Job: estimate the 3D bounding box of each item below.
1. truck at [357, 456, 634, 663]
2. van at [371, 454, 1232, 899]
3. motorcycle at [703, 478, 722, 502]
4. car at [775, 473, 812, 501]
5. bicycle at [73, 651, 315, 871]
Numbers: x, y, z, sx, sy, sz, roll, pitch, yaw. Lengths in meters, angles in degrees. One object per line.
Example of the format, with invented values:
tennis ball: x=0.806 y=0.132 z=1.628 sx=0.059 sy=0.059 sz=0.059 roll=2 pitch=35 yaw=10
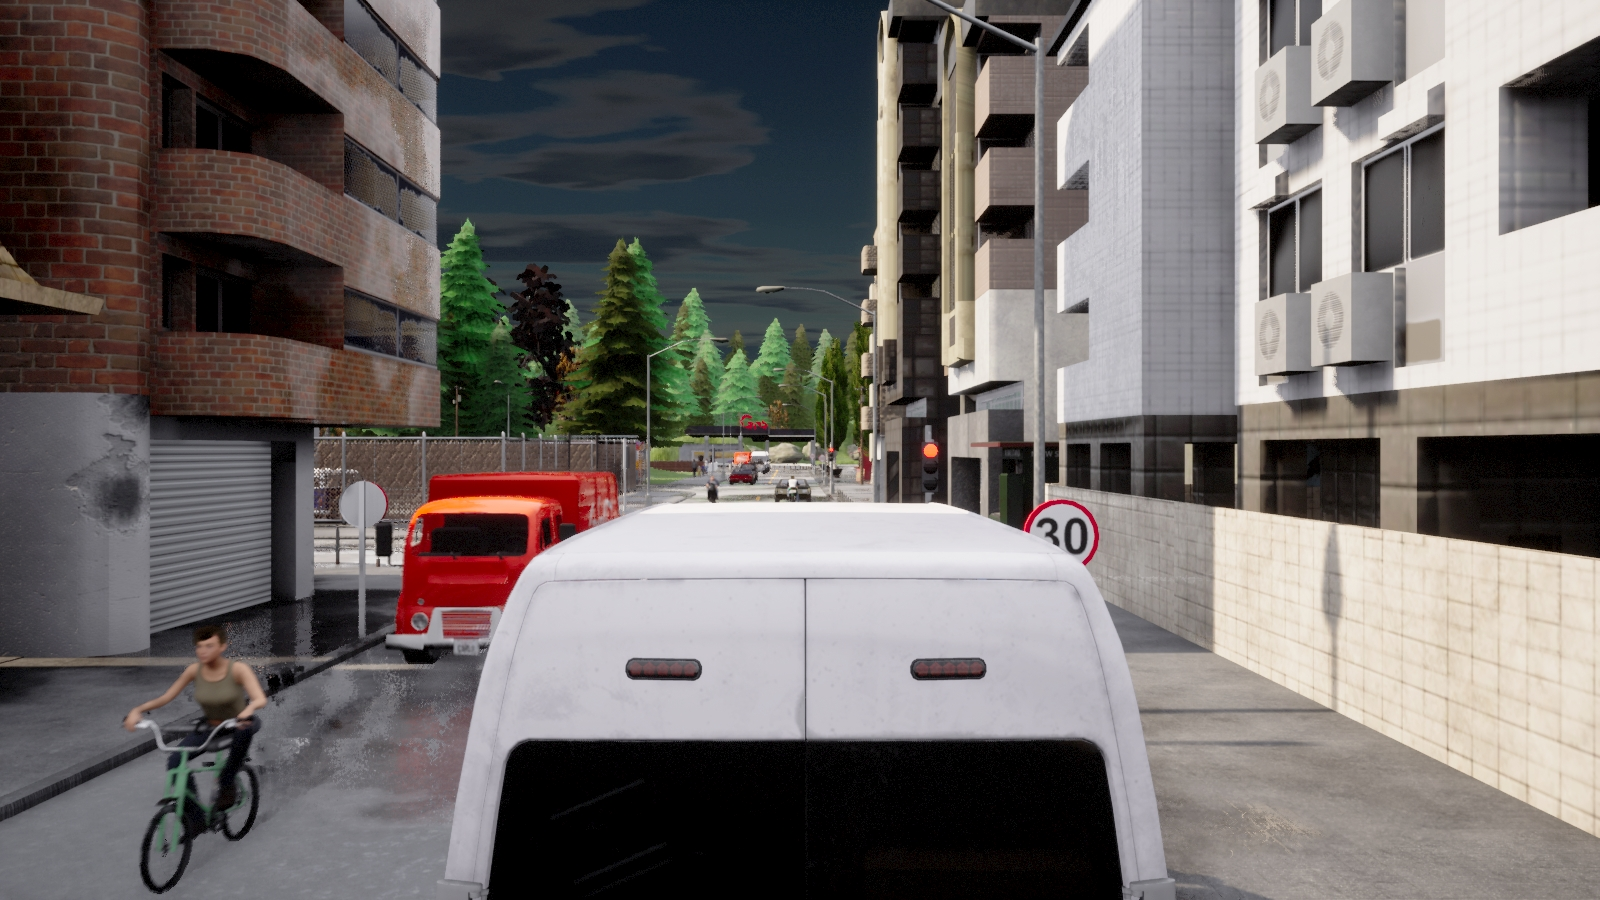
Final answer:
truck: x=-4.065 y=1.341 z=16.441 sx=2.627 sy=2.467 sz=5.204 roll=0 pitch=0 yaw=0
van: x=-0.009 y=1.312 z=5.597 sx=1.988 sy=2.561 sz=5.915 roll=0 pitch=0 yaw=0
motorcycle: x=-4.365 y=1.971 z=56.794 sx=0.803 sy=1.145 sz=2.033 roll=0 pitch=0 yaw=0
car: x=-0.339 y=1.912 z=60.159 sx=1.895 sy=1.301 sz=4.718 roll=0 pitch=0 yaw=0
bicycle: x=-4.027 y=2.033 z=7.738 sx=0.859 sy=1.080 sz=1.487 roll=0 pitch=0 yaw=-1
